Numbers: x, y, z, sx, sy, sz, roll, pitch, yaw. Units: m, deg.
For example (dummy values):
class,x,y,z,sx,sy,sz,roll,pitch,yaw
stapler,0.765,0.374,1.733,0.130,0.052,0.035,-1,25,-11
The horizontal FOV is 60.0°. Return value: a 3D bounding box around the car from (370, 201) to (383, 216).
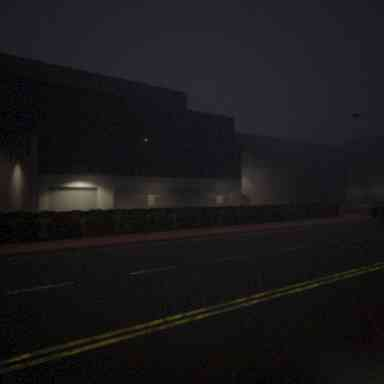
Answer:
class,x,y,z,sx,sy,sz,roll,pitch,yaw
car,13.967,1.069,22.474,5.008,1.535,1.882,0,0,-36
